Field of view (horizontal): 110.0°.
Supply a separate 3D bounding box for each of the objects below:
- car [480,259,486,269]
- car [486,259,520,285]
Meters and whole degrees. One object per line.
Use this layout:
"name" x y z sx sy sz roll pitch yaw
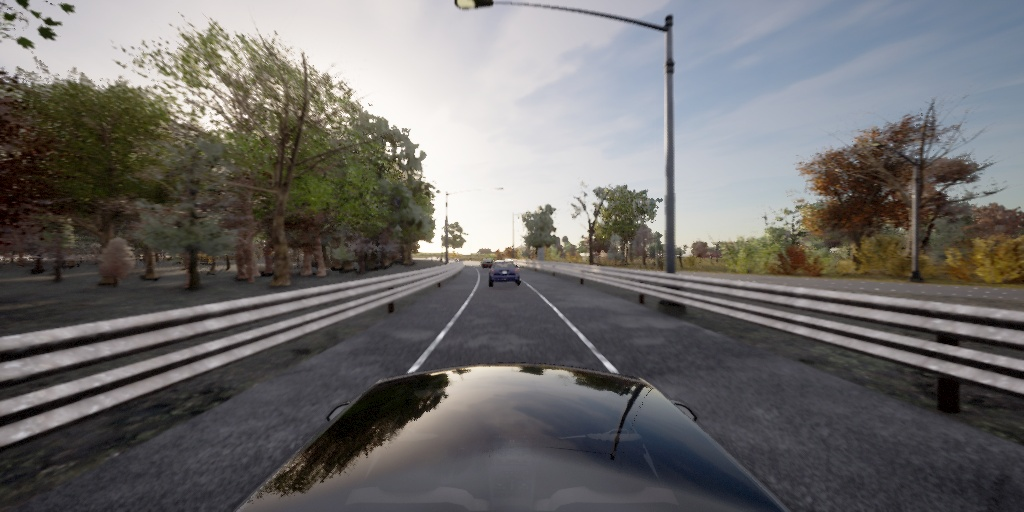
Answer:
"car" -3.936 1.217 56.944 1.837 1.490 4.892 0 0 -9
"car" -0.639 1.100 25.951 2.097 1.767 4.553 0 0 -4
